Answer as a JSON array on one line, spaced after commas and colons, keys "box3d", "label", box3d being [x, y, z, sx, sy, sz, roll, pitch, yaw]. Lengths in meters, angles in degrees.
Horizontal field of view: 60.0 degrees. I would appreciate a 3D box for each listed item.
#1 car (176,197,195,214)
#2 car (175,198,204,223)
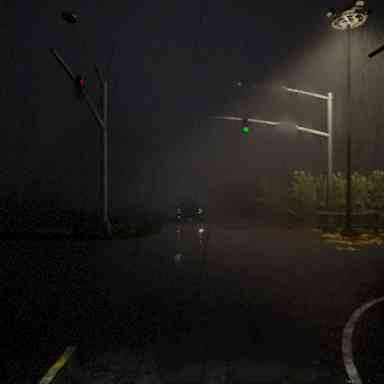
[{"box3d": [-0.783, 1.467, 37.876, 2.097, 1.767, 4.553, 0, 0, -3], "label": "car"}, {"box3d": [-0.242, 1.444, 26.498, 2.097, 1.767, 4.553, 0, 0, -3], "label": "car"}]
